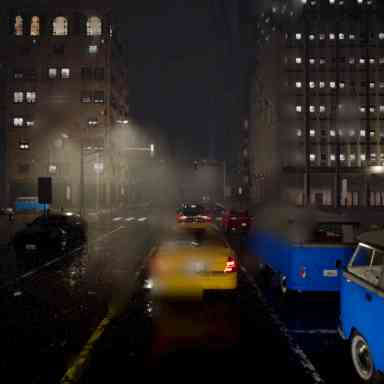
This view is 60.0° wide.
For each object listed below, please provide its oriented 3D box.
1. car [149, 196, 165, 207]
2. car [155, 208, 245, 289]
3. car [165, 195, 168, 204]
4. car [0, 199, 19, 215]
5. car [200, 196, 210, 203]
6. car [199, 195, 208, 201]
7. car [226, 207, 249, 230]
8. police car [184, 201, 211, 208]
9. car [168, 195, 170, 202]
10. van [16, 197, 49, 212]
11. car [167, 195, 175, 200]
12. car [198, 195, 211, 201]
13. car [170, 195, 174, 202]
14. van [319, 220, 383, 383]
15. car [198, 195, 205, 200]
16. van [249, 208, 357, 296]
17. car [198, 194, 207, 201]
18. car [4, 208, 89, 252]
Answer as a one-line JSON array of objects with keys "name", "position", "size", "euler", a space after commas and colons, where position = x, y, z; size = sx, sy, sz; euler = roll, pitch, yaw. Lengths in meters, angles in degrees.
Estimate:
[{"name": "car", "position": [-5.676, 1.572, 51.933], "size": [1.802, 1.307, 4.206], "euler": [1, 0, 0]}, {"name": "car", "position": [0.098, 1.458, 9.095], "size": [1.801, 1.575, 5.366], "euler": [0, 0, 0]}, {"name": "car", "position": [-5.673, 1.425, 57.586], "size": [1.967, 1.590, 4.097], "euler": [1, 0, 0]}, {"name": "car", "position": [-19.840, 1.620, 32.423], "size": [4.403, 1.369, 2.008], "euler": [0, 0, 1]}, {"name": "car", "position": [2.707, 1.517, 68.886], "size": [1.887, 1.381, 4.507], "euler": [1, 0, 0]}, {"name": "car", "position": [2.708, 1.510, 80.189], "size": [2.008, 1.369, 4.403], "euler": [1, 0, 0]}, {"name": "car", "position": [2.702, 1.545, 19.488], "size": [1.887, 1.381, 4.507], "euler": [1, 0, 0]}, {"name": "police car", "position": [0.106, 1.505, 19.415], "size": [2.038, 1.542, 4.974], "euler": [0, 0, 0]}, {"name": "car", "position": [-5.674, 1.560, 63.237], "size": [1.802, 1.307, 4.206], "euler": [1, 0, 0]}, {"name": "van", "position": [-19.732, 1.525, 40.804], "size": [3.998, 1.788, 1.690], "euler": [0, 0, 1]}, {"name": "car", "position": [-5.671, 1.472, 91.325], "size": [1.752, 1.417, 4.829], "euler": [1, 0, 0]}, {"name": "car", "position": [2.706, 1.529, 63.235], "size": [2.008, 1.369, 4.403], "euler": [1, 0, 0]}, {"name": "car", "position": [-5.673, 1.517, 74.539], "size": [2.008, 1.369, 4.403], "euler": [1, 0, 0]}, {"name": "van", "position": [2.704, 1.342, 2.758], "size": [1.690, 1.788, 3.998], "euler": [1, 0, 0]}, {"name": "car", "position": [2.709, 1.472, 91.663], "size": [1.752, 1.417, 4.829], "euler": [1, 0, 0]}, {"name": "van", "position": [2.704, 1.343, 8.335], "size": [1.690, 1.788, 3.998], "euler": [1, 0, 0]}, {"name": "car", "position": [2.710, 1.393, 85.841], "size": [1.967, 1.590, 4.097], "euler": [1, 0, 0]}, {"name": "car", "position": [-5.679, 1.567, 13.918], "size": [1.947, 1.339, 4.313], "euler": [1, 0, 0]}]
